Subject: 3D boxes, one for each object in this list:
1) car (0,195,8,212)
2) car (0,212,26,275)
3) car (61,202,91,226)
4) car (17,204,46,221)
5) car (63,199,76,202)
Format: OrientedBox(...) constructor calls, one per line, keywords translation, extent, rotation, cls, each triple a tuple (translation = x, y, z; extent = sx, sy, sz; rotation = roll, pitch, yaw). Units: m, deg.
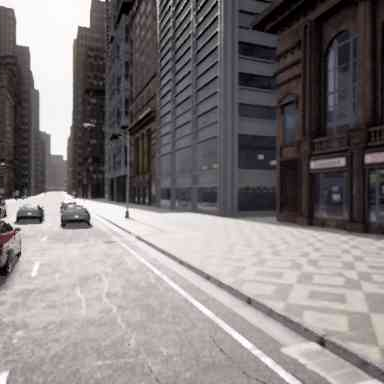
OrientedBox(translation=(-17.649, 1.323, 29.204), extent=(2.150, 2.045, 5.566), rotation=(0, -1, -22), cls="car")
OrientedBox(translation=(-6.354, 1.554, 10.093), extent=(1.812, 1.442, 4.674), rotation=(0, 0, -22), cls="car")
OrientedBox(translation=(-8.618, 1.653, 24.585), extent=(1.994, 1.385, 4.181), rotation=(0, 0, -22), cls="car")
OrientedBox(translation=(-13.298, 1.661, 27.579), extent=(1.994, 1.385, 4.181), rotation=(0, 0, -22), cls="car")
OrientedBox(translation=(-14.998, 1.653, 40.651), extent=(2.128, 1.511, 4.902), rotation=(0, 0, -22), cls="car")
